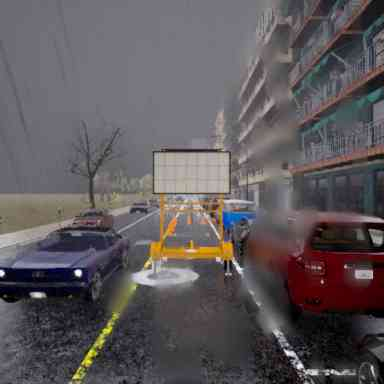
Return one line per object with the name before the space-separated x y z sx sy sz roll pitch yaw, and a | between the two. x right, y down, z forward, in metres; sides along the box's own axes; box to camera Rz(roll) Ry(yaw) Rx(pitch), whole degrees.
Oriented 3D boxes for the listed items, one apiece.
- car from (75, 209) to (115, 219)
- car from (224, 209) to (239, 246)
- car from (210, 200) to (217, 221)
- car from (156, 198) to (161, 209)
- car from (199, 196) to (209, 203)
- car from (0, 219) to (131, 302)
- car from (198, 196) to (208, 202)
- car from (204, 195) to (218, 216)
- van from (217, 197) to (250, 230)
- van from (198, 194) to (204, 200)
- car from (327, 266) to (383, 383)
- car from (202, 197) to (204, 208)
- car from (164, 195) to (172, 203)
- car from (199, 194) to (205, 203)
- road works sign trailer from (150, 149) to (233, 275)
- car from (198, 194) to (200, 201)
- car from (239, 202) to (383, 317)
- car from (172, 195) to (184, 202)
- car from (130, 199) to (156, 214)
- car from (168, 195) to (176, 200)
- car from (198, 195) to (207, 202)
car | -5.325 1.586 18.163 1.802 1.307 4.206 1 0 0
car | 2.561 1.569 13.021 1.947 1.339 4.313 1 0 0
car | 2.549 1.530 24.514 1.752 1.417 4.829 1 0 0
car | -5.356 1.592 46.433 1.802 1.307 4.206 1 0 0
car | 2.500 1.544 69.802 1.752 1.417 4.829 1 0 0
car | -2.857 1.602 8.369 1.895 1.301 4.718 0 0 0
car | 2.493 1.571 75.293 2.008 1.369 4.403 1 0 0
car | 2.545 1.321 30.005 2.192 1.841 5.009 1 0 0
van | 2.557 1.345 18.683 1.690 1.788 3.998 1 0 0
van | 2.477 1.369 92.276 1.690 1.788 3.998 1 0 0
car | 2.573 1.566 1.699 1.947 1.339 4.313 1 0 0
car | 2.530 1.591 41.327 1.802 1.307 4.206 1 0 0
car | -5.374 1.541 63.225 1.752 1.417 4.829 1 0 0
car | 2.527 1.325 46.988 2.192 1.841 5.009 1 0 0
road works sign trailer | -0.010 0.466 10.405 2.380 3.560 2.880 0 0 0
car | 2.506 1.542 64.141 1.752 1.417 4.829 1 0 0
car | 2.570 1.317 7.361 2.192 1.841 5.009 1 0 0
car | -2.832 1.569 76.476 2.033 1.411 5.357 0 0 0
car | -5.343 1.573 35.125 1.947 1.339 4.313 1 0 0
car | -5.405 1.579 91.665 2.008 1.369 4.403 1 0 0
car | 2.488 1.463 80.954 1.967 1.590 4.097 1 0 0
